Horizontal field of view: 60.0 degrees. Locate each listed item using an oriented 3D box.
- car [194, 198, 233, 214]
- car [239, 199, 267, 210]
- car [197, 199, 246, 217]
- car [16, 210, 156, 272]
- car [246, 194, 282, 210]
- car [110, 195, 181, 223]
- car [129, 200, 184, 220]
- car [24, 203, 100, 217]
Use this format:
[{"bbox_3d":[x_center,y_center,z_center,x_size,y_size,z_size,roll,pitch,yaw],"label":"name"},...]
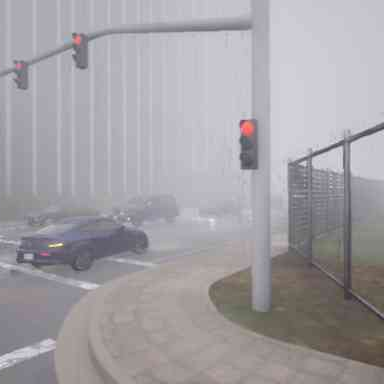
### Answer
[{"bbox_3d":[2.469,1.509,36.995,2.128,1.511,4.902,0,0,36],"label":"car"},{"bbox_3d":[8.404,1.618,45.217,1.895,1.301,4.718,0,0,36],"label":"car"},{"bbox_3d":[2.762,1.552,31.406,2.033,1.411,5.357,0,0,36],"label":"car"},{"bbox_3d":[-3.267,1.505,10.728,1.812,1.442,4.674,-2,-1,25],"label":"car"},{"bbox_3d":[8.998,1.226,40.073,2.150,2.045,5.566,0,0,36],"label":"car"},{"bbox_3d":[-3.195,1.226,23.096,2.150,2.045,5.566,0,0,36],"label":"car"},{"bbox_3d":[-2.993,1.509,29.384,2.128,1.511,4.902,0,0,36],"label":"car"},{"bbox_3d":[-8.391,1.495,21.850,1.882,1.535,5.008,0,0,36],"label":"car"}]
